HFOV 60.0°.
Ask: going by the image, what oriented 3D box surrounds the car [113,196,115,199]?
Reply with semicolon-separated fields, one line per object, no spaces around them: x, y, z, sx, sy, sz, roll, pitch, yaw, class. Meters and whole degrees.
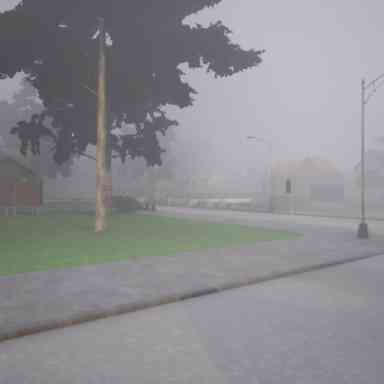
-15.398;1.511;64.586;1.812;1.442;4.674;0;0;-36;car
